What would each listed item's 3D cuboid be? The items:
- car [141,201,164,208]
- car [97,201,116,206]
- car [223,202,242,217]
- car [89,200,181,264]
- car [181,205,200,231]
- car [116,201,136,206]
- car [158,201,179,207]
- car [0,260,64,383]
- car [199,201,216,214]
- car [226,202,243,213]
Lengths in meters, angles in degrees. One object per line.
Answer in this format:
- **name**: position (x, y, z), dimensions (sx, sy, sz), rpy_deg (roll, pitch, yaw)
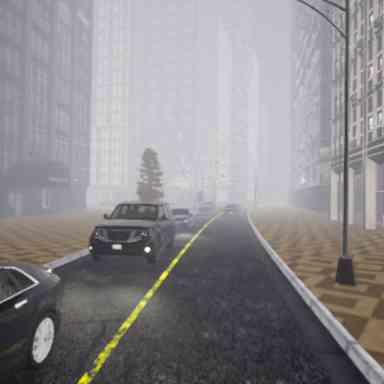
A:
- **car**: position (-8.343, 2.569, 70.005), dimensions (4.403, 1.369, 2.008), rpy_deg (0, 0, 20)
- **car**: position (-21.443, 2.875, 83.546), dimensions (4.313, 1.339, 1.947), rpy_deg (0, 0, 20)
- **car**: position (4.711, 2.101, 39.453), dimensions (1.837, 1.490, 4.892), rpy_deg (1, -1, 9)
- **car**: position (-1.997, 1.365, 12.911), dimensions (2.150, 2.045, 5.566), rpy_deg (1, -1, 6)
- **car**: position (-0.833, 1.821, 23.007), dimensions (1.812, 1.442, 4.674), rpy_deg (1, -1, 7)
- **car**: position (-16.142, 2.838, 81.664), dimensions (4.313, 1.339, 1.947), rpy_deg (0, 0, 20)
- **car**: position (-5.540, 2.750, 77.900), dimensions (4.403, 1.369, 2.008), rpy_deg (0, 0, 20)
- **car**: position (-2.931, 1.499, 3.035), dimensions (1.837, 1.490, 4.892), rpy_deg (1, -1, 5)
- **car**: position (1.963, 1.867, 42.013), dimensions (1.882, 1.535, 5.008), rpy_deg (1, -1, 9)
- **car**: position (6.370, 2.237, 49.380), dimensions (2.128, 1.511, 4.902), rpy_deg (1, -1, 11)
